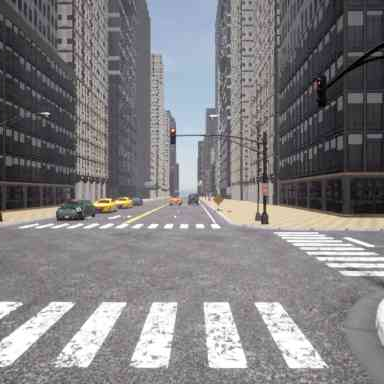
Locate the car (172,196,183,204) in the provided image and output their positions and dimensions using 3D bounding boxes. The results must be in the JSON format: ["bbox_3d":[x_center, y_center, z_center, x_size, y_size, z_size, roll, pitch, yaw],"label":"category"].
[{"bbox_3d":[-2.971,1.633,70.131,2.128,1.511,4.902,0,0,0],"label":"car"}]

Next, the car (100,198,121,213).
[{"bbox_3d":[-9.741,1.516,37.423,1.882,1.535,5.008,0,0,0],"label":"car"}]

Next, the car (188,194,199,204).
[{"bbox_3d":[0.281,1.361,70.361,2.150,2.045,5.566,0,0,0],"label":"car"}]

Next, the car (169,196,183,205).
[{"bbox_3d":[-2.971,1.452,59.942,2.097,1.767,4.553,0,0,0],"label":"car"}]

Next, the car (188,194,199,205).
[{"bbox_3d":[0.278,1.606,60.154,1.837,1.490,4.892,0,0,0],"label":"car"}]

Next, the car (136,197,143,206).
[{"bbox_3d":[-9.635,1.640,57.752,2.033,1.411,5.357,0,0,1],"label":"car"}]

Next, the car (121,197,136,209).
[{"bbox_3d":[-9.707,1.538,47.105,1.882,1.535,5.008,0,0,0],"label":"car"}]

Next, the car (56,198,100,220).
[{"bbox_3d":[-9.766,1.374,28.236,2.097,1.767,4.553,0,0,0],"label":"car"}]
